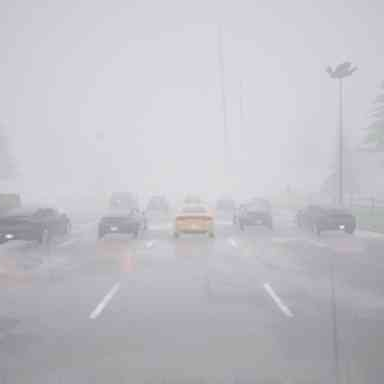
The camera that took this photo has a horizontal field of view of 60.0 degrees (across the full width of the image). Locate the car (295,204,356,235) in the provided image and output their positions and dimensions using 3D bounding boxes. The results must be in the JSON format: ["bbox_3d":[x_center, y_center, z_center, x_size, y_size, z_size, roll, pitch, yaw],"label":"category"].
[{"bbox_3d":[7.097,1.395,18.148,1.837,1.490,4.892,0,0,0],"label":"car"}]

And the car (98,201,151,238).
[{"bbox_3d":[-3.417,1.423,16.853,1.812,1.442,4.674,0,0,0],"label":"car"}]

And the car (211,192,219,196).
[{"bbox_3d":[6.984,0.963,94.334,2.033,1.411,5.357,0,0,0],"label":"car"}]

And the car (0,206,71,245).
[{"bbox_3d":[-7.043,1.413,15.106,1.837,1.490,4.892,0,0,-2],"label":"car"}]

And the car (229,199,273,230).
[{"bbox_3d":[3.582,1.404,20.055,1.812,1.442,4.674,0,0,0],"label":"car"}]

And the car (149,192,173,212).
[{"bbox_3d":[-3.406,1.142,34.701,2.097,1.767,4.553,0,0,0],"label":"car"}]

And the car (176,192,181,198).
[{"bbox_3d":[-3.516,0.945,94.748,1.812,1.442,4.674,0,0,0],"label":"car"}]

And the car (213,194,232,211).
[{"bbox_3d":[3.595,1.257,36.565,1.882,1.535,5.008,0,0,0],"label":"car"}]

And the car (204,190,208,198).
[{"bbox_3d":[3.484,0.900,94.333,1.882,1.535,5.008,0,0,0],"label":"car"}]

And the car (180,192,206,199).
[{"bbox_3d":[0.095,1.142,34.718,2.097,1.767,4.553,0,0,0],"label":"car"}]

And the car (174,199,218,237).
[{"bbox_3d":[0.097,1.372,17.355,1.882,1.535,5.008,0,0,0],"label":"car"}]

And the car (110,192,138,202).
[{"bbox_3d":[-6.905,1.014,34.220,2.150,2.045,5.566,0,0,0],"label":"car"}]

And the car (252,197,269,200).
[{"bbox_3d":[7.094,1.293,35.056,1.837,1.490,4.892,0,0,0],"label":"car"}]
